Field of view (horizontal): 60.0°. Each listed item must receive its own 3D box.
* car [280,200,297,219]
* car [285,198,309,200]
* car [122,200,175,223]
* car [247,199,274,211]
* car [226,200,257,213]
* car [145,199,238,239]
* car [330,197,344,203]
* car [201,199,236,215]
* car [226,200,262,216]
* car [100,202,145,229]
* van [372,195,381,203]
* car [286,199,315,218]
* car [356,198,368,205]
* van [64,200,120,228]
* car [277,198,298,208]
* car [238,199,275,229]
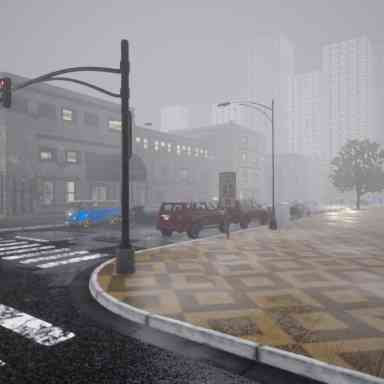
[{"bbox_3d":[6.563,1.616,26.787,1.887,1.381,4.507,-1,-1,35],"label":"car"},{"bbox_3d":[15.089,1.749,48.638,1.994,1.385,4.181,0,0,36],"label":"car"},{"bbox_3d":[-3.470,1.530,27.130,1.967,1.590,4.097,-1,-1,35],"label":"car"},{"bbox_3d":[9.318,1.722,45.150,2.008,1.369,4.403,-1,-1,35],"label":"car"},{"bbox_3d":[6.120,1.700,40.644,2.008,1.369,4.403,-1,-1,35],"label":"car"},{"bbox_3d":[0.169,1.349,17.778,2.192,1.841,5.009,-1,-1,35],"label":"car"},{"bbox_3d":[34.892,1.914,81.191,2.008,1.369,4.403,-1,-1,35],"label":"car"},{"bbox_3d":[2.924,1.569,36.141,1.967,1.590,4.097,-1,-1,35],"label":"car"},{"bbox_3d":[5.607,1.627,35.426,1.837,1.490,4.892,0,-1,35],"label":"car"},{"bbox_3d":[-3.573,1.591,22.500,1.812,1.442,4.674,0,0,35],"label":"car"},{"bbox_3d":[44.923,1.693,80.851,1.690,1.788,3.998,-1,-1,35],"label":"van"},{"bbox_3d":[9.761,1.657,31.292,1.947,1.339,4.313,-1,-1,35],"label":"car"},{"bbox_3d":[32.137,1.801,62.828,2.008,1.369,4.403,-1,-1,35],"label":"car"},{"bbox_3d":[-6.667,1.413,22.626,1.690,1.788,3.998,-1,0,35],"label":"van"},{"bbox_3d":[15.612,1.741,54.021,1.752,1.417,4.829,-1,-1,35],"label":"car"},{"bbox_3d":[3.365,1.367,22.284,2.192,1.841,5.009,-1,-1,35],"label":"car"}]
